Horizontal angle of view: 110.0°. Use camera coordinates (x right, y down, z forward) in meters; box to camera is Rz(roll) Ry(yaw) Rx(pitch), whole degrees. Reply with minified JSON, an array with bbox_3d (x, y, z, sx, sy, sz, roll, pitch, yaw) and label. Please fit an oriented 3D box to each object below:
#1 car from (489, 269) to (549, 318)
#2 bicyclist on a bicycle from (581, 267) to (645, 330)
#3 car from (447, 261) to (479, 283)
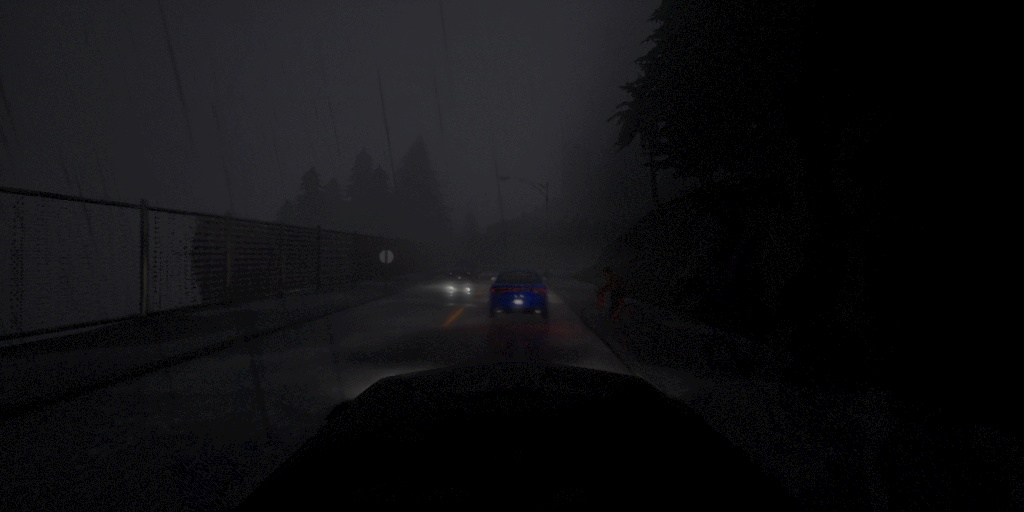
[{"bbox_3d":[0.256,1.199,12.963,1.882,1.535,5.008,1,0,1],"label":"car"},{"bbox_3d":[2.602,1.102,9.242,1.656,1.620,0.582,0,0,1],"label":"bicyclist on a bicycle"},{"bbox_3d":[-3.575,1.106,27.361,2.033,1.411,5.357,1,0,1],"label":"car"}]
